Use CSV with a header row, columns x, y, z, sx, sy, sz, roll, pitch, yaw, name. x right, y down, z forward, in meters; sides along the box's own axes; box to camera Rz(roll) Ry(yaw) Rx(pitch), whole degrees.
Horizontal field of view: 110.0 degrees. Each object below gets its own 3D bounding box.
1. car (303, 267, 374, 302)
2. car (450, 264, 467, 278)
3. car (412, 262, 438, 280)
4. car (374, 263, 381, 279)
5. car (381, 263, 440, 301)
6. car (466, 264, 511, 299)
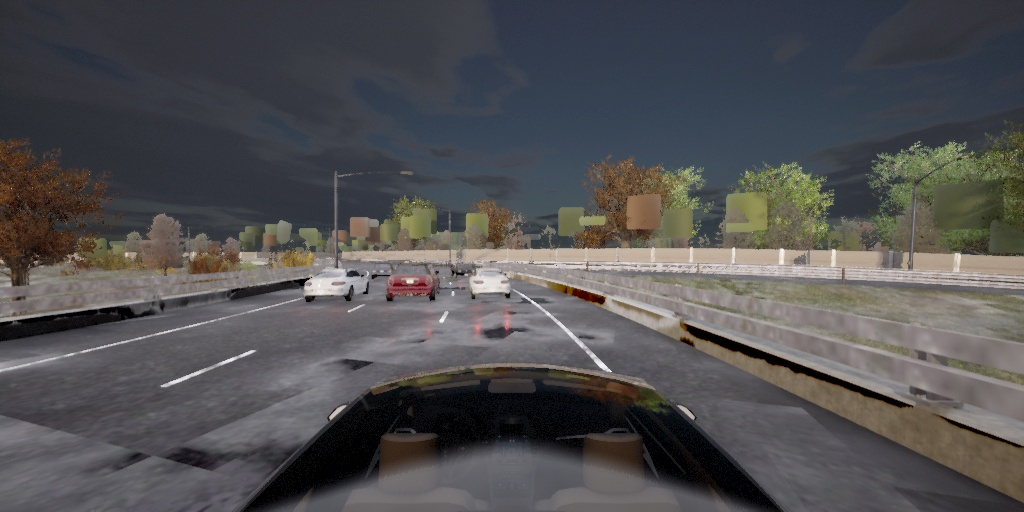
x,y,z,sx,sy,sz,roll,pitch,yaw,name
-8.107,1.281,16.865,1.812,1.442,4.674,0,0,-8,car
-4.653,1.365,33.755,1.895,1.301,4.718,0,0,-16,car
-8.002,1.311,32.738,2.033,1.411,5.357,0,0,-16,car
-11.359,1.311,31.750,2.033,1.411,5.357,0,0,-16,car
-4.639,1.114,17.337,2.097,1.767,4.553,0,0,-8,car
-1.180,1.281,17.868,1.812,1.442,4.674,0,0,-8,car
